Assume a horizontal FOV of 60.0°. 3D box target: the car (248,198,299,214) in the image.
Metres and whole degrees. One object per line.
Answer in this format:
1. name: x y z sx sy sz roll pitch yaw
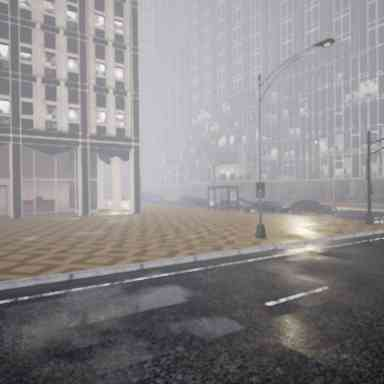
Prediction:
1. car: 8.010 1.436 33.200 1.947 1.339 4.313 0 1 -34

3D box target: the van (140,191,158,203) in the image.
1. van: -7.915 0.949 56.734 1.690 1.788 3.998 0 1 -34

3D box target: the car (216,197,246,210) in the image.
1. car: 4.817 1.400 37.905 1.802 1.307 4.206 0 1 -34

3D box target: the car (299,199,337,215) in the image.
1. car: 11.766 1.378 32.508 1.812 1.442 4.674 -1 1 -34

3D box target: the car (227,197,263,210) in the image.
1. car: 6.396 1.330 40.363 1.994 1.385 4.181 -1 1 -35

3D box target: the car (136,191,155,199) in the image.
1. car: -10.616 0.630 75.538 2.192 1.841 5.009 0 1 -34

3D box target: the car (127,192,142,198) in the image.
1. car: -13.823 0.701 80.231 1.967 1.590 4.097 0 1 -34

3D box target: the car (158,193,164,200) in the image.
1. car: -7.409 0.951 70.849 1.802 1.307 4.206 0 1 -34

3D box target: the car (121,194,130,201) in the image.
1. car: -14.329 1.051 66.121 2.008 1.369 4.403 0 1 -34

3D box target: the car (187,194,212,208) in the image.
1. car: 1.659 1.332 42.629 1.947 1.339 4.313 0 1 -34

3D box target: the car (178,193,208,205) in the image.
1. car: 0.535 1.218 48.959 2.033 1.411 5.357 -1 1 -34

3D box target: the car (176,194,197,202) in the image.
1. car: -0.996 1.059 61.463 1.802 1.307 4.206 0 1 -34
